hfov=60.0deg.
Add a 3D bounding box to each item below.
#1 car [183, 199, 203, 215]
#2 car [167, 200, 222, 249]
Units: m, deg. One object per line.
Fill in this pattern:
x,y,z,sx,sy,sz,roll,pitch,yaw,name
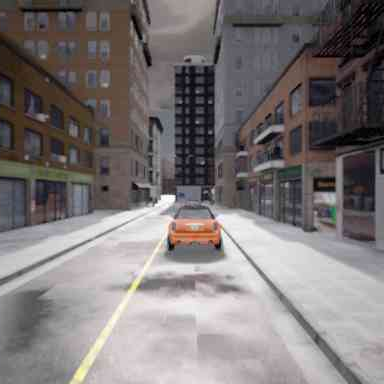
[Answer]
0.094,1.562,35.821,2.033,1.411,5.357,0,0,0,car
0.100,1.356,14.613,2.097,1.767,4.553,0,0,0,car
